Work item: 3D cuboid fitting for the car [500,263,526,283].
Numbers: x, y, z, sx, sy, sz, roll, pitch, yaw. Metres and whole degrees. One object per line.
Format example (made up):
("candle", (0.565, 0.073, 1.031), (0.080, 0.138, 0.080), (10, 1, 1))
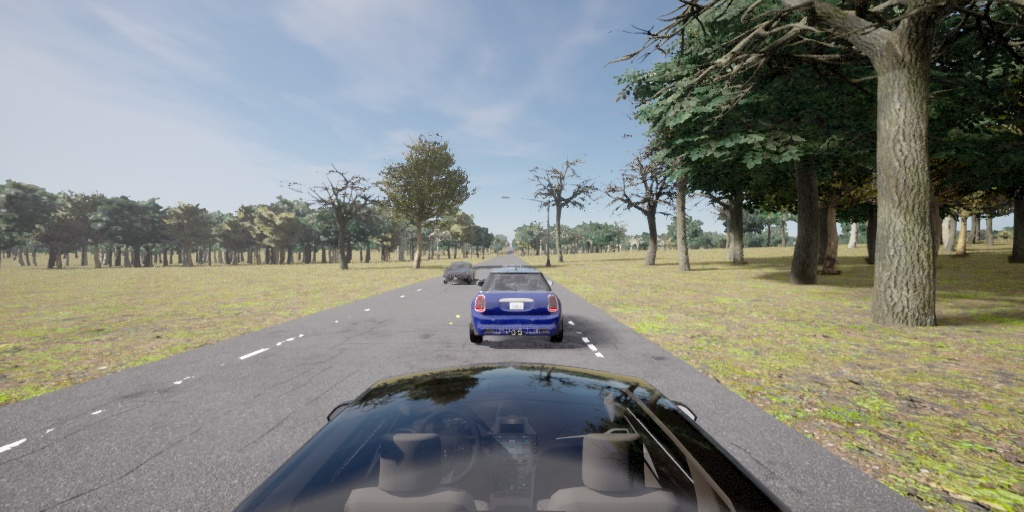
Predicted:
("car", (0.068, 1.255, 27.922), (1.895, 1.301, 4.718), (0, 0, 0))

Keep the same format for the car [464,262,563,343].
("car", (0.088, 1.084, 9.819), (2.097, 1.767, 4.553), (0, 0, 0))

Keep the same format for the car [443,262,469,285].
("car", (-3.630, 1.171, 25.399), (1.837, 1.490, 4.892), (0, 0, 0))
